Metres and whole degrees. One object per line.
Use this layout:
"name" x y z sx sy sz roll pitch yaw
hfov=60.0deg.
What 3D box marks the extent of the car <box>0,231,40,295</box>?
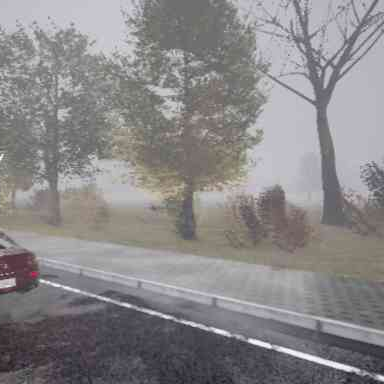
"car" -5.215 1.467 7.353 4.674 1.442 1.812 1 1 35
